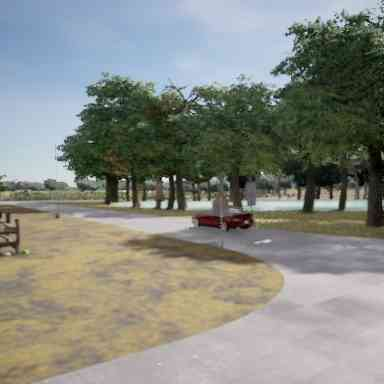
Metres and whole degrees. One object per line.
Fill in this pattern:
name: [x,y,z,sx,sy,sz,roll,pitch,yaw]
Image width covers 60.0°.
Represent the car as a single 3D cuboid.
car: [1.908,1.651,21.901,1.882,1.535,5.008,-2,1,-33]
